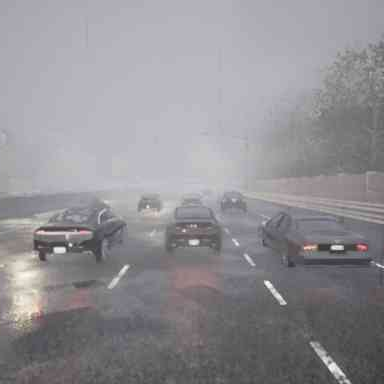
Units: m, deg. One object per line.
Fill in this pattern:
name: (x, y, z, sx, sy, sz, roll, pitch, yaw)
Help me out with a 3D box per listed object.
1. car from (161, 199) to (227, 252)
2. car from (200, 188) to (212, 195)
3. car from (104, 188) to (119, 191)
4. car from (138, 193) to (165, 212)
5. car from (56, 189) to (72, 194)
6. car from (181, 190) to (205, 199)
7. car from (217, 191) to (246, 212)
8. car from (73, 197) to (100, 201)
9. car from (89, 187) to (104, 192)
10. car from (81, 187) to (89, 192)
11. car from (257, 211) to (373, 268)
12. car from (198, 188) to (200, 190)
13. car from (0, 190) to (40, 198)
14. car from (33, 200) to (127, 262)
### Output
car: (0.048, 1.224, 12.485, 1.837, 1.490, 4.892, 0, 1, 0)
car: (3.210, -0.074, 71.007, 1.882, 1.535, 5.008, 0, 1, 0)
car: (-17.810, -0.241, 75.968, 2.033, 1.411, 5.357, 0, 1, 0)
car: (-3.519, 0.863, 28.979, 1.837, 1.490, 4.892, 0, 1, 0)
car: (-28.301, -0.039, 73.691, 1.895, 1.301, 4.718, 0, 1, 0)
car: (-0.025, 0.857, 30.138, 1.812, 1.442, 4.674, 0, 1, 0)
car: (3.380, 0.699, 28.949, 2.097, 1.767, 4.553, 0, 1, 0)
car: (-6.991, 1.052, 22.375, 2.033, 1.411, 5.357, 0, 1, 0)
car: (-21.312, -0.515, 76.386, 2.097, 1.767, 4.553, 0, 1, 0)
car: (-24.821, -0.504, 78.570, 1.837, 1.490, 4.892, 0, 1, 0)
car: (3.412, 1.305, 10.346, 2.033, 1.411, 5.357, 0, 1, 0)
car: (3.161, -0.272, 83.026, 2.128, 1.511, 4.902, 0, 1, 0)
car: (-17.736, 0.714, 35.494, 2.128, 1.511, 4.902, 0, 1, 0)
car: (-3.446, 1.244, 11.064, 2.128, 1.511, 4.902, 0, 1, 0)
